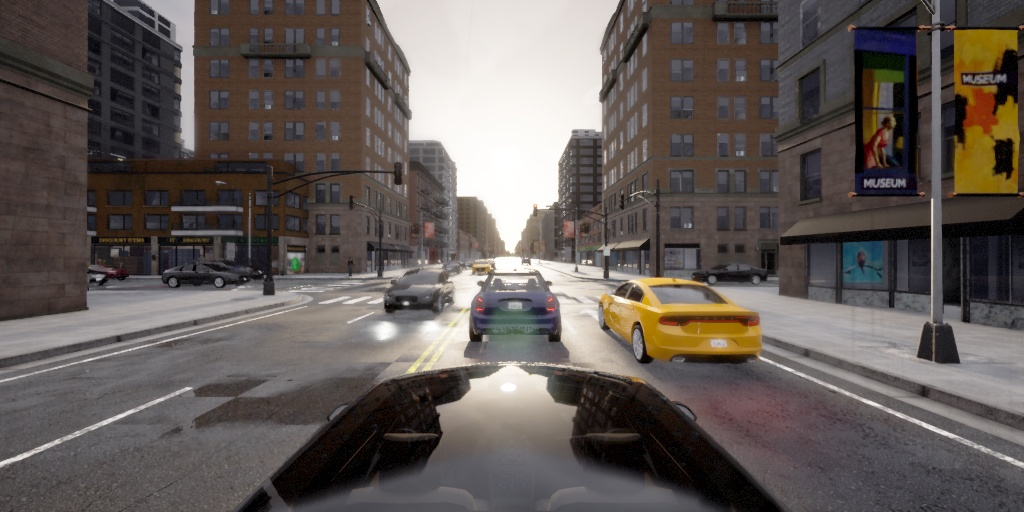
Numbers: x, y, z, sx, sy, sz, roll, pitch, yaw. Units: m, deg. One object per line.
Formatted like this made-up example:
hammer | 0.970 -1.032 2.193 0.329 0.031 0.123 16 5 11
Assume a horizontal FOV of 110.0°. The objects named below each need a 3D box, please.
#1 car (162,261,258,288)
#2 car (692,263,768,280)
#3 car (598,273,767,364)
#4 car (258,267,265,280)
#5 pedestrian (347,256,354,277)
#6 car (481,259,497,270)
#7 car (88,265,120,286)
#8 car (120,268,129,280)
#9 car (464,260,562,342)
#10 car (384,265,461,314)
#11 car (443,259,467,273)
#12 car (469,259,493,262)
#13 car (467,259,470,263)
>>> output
car | -19.613 1.248 23.110 4.892 1.490 1.837 0 0 0
car | 15.849 1.268 26.282 5.008 1.535 1.882 0 0 1
car | 3.317 1.228 8.133 1.882 1.535 5.008 0 0 1
car | -22.161 1.330 28.605 4.313 1.339 1.948 0 0 0
pedestrian | -14.183 0.920 31.452 0.375 1.860 0.375 0 0 0
car | -3.416 1.236 54.075 2.128 1.511 4.902 0 0 0
car | -29.101 1.232 23.146 4.902 1.511 2.128 0 0 0
car | -33.184 1.344 28.646 4.207 1.307 1.802 0 0 0
car | 0.079 1.102 9.935 2.097 1.767 4.553 0 0 0
car | -3.364 1.255 13.814 1.837 1.490 4.892 0 0 0
car | -6.666 1.240 40.667 2.128 1.511 4.902 0 0 -1
car | -3.405 1.227 41.273 1.882 1.535 5.008 0 0 0
car | -6.666 1.237 55.549 2.128 1.511 4.902 0 0 0
